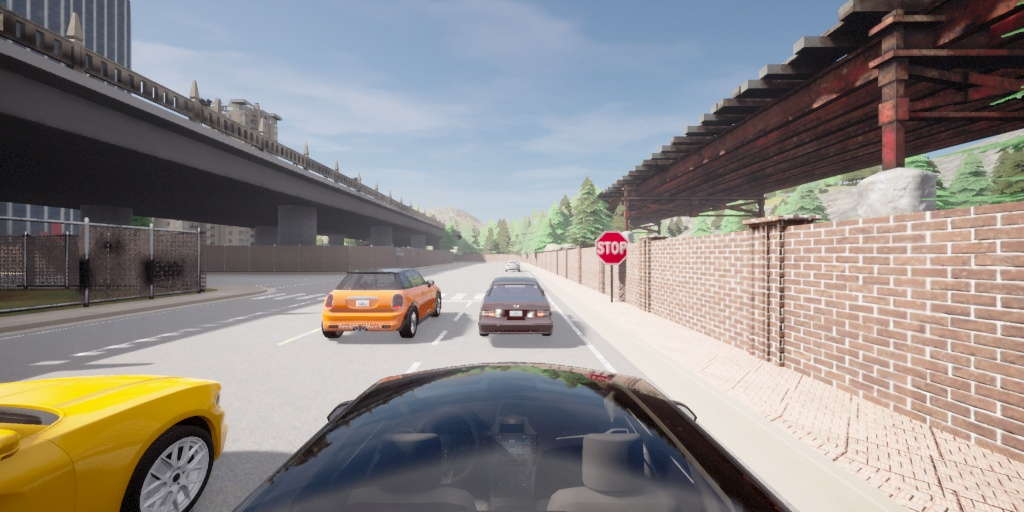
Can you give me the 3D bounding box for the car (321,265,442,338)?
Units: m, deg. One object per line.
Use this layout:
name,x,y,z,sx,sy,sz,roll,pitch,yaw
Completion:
car,-3.414,1.102,10.306,2.097,1.767,4.553,0,0,0

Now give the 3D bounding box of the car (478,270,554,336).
car,0.087,1.297,10.326,2.033,1.411,5.357,0,0,0

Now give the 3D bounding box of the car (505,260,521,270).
car,0.106,1.276,46.209,1.812,1.442,4.674,0,0,-1

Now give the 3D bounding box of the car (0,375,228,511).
car,-3.397,1.228,1.049,1.882,1.535,5.008,0,0,0
